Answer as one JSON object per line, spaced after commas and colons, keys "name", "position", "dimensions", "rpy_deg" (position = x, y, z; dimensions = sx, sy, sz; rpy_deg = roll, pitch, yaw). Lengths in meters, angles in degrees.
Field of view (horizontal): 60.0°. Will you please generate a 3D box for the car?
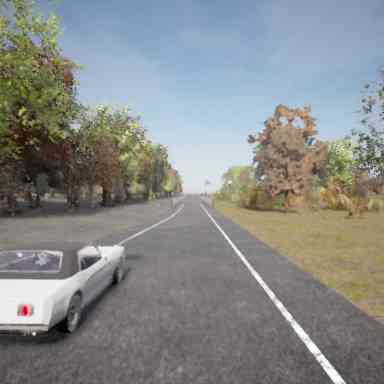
{"name": "car", "position": [-2.736, 1.627, 6.763], "dimensions": [1.895, 1.301, 4.718], "rpy_deg": [0, 0, 2]}
